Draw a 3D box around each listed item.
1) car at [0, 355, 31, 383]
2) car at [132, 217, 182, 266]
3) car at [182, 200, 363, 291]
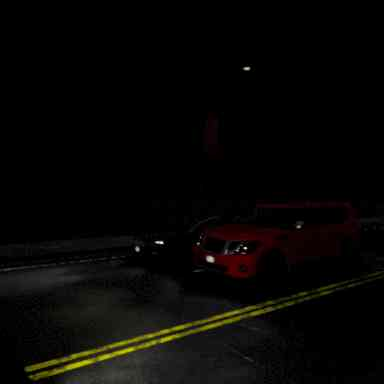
[{"bbox_3d":[-3.163,1.491,1.187,4.892,1.490,1.837,0,0,-35],"label":"car"},{"bbox_3d":[0.291,1.545,11.869,4.902,1.511,2.128,1,0,-35],"label":"car"},{"bbox_3d":[2.692,1.280,9.589,5.566,2.045,2.150,1,0,-35],"label":"car"}]
